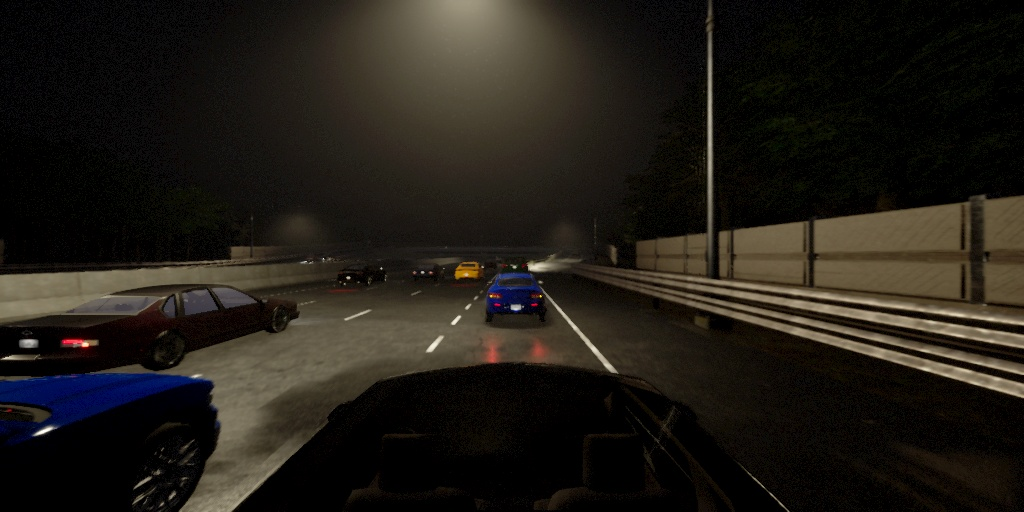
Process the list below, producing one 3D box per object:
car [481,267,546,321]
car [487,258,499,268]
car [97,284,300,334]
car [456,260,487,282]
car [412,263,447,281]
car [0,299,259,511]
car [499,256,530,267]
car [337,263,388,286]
[{"bbox_3d":[0.117,1.281,12.391,1.812,1.442,4.674,0,0,0],"label":"car"},{"bbox_3d":[-3.330,1.260,56.844,1.882,1.535,5.008,0,0,0],"label":"car"},{"bbox_3d":[-6.894,1.300,7.626,2.033,1.411,5.357,0,0,0],"label":"car"},{"bbox_3d":[-3.417,1.243,29.567,1.882,1.535,5.008,0,0,0],"label":"car"},{"bbox_3d":[-6.814,1.312,29.916,2.033,1.411,5.357,0,0,0],"label":"car"},{"bbox_3d":[-3.499,1.227,1.088,1.882,1.535,5.008,0,0,0],"label":"car"},{"bbox_3d":[0.362,0.987,31.102,2.150,2.045,5.566,0,0,3],"label":"car"},{"bbox_3d":[-10.335,1.240,25.154,1.882,1.535,5.008,0,0,0],"label":"car"}]
